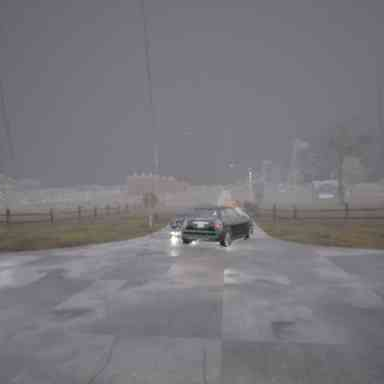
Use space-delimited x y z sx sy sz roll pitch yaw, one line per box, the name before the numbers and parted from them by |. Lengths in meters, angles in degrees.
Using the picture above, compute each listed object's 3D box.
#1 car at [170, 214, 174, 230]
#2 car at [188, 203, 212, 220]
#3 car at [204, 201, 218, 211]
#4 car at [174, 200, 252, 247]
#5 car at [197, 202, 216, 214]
car | -0.171 1.728 22.910 2.033 1.411 5.357 0 -1 7
car | 0.841 1.842 32.149 1.994 1.385 4.181 0 -1 6
car | 2.952 2.123 51.838 1.994 1.385 4.181 0 -1 6
car | 1.336 1.464 15.924 2.097 1.767 4.553 -1 -1 27
car | 1.869 1.952 41.919 2.033 1.411 5.357 0 -1 6
